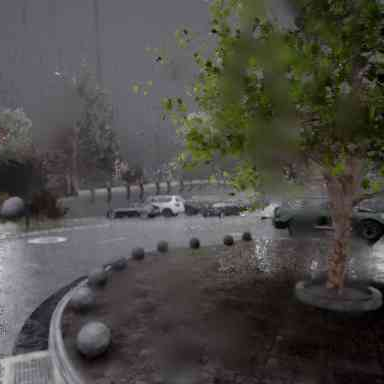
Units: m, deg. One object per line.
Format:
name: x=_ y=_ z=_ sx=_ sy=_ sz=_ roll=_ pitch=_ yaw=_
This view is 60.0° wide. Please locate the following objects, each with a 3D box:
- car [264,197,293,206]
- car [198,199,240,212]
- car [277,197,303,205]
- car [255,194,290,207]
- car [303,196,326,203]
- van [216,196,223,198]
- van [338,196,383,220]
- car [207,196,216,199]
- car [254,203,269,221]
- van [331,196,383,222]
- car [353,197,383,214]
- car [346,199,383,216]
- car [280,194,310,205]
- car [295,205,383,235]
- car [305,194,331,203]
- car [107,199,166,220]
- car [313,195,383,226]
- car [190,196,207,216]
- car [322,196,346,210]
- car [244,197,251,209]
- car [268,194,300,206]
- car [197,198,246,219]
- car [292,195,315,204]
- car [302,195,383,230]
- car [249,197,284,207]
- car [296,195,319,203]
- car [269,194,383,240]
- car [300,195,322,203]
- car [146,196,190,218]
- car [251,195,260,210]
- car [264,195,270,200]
car: x=15.444 y=1.713 z=59.296 sx=4.892 sy=1.521 sz=2.231 roll=-1 pitch=0 yaw=15
car: x=3.403 y=1.677 z=41.914 sx=4.892 sy=1.521 sz=2.231 roll=-1 pitch=-1 yaw=15
car: x=18.905 y=1.751 z=64.275 sx=4.792 sy=1.488 sz=2.163 roll=-1 pitch=-1 yaw=15
car: x=13.746 y=1.455 z=56.814 sx=5.566 sy=2.045 sz=2.435 roll=-1 pitch=-1 yaw=15
car: x=29.180 y=1.753 z=79.203 sx=4.892 sy=1.521 sz=2.231 roll=-1 pitch=-1 yaw=15
van: x=1.572 y=1.446 z=39.450 sx=4.442 sy=1.987 sz=1.878 roll=-1 pitch=0 yaw=15
van: x=15.538 y=1.347 z=29.460 sx=4.442 sy=1.987 sz=1.878 roll=1 pitch=0 yaw=15
car: x=-0.061 y=1.539 z=36.953 sx=4.553 sy=1.767 sz=2.185 roll=-1 pitch=-1 yaw=15
car: x=7.275 y=1.633 z=28.088 sx=1.812 sy=1.442 sz=4.674 roll=0 pitch=0 yaw=34
van: x=13.855 y=1.341 z=27.026 sx=4.442 sy=1.987 sz=1.878 roll=0 pitch=0 yaw=15
car: x=20.499 y=1.463 z=36.779 sx=4.553 sy=1.767 sz=2.185 roll=0 pitch=0 yaw=15
car: x=18.783 y=1.584 z=34.349 sx=4.892 sy=1.521 sz=2.231 roll=0 pitch=0 yaw=15
car: x=20.618 y=1.475 z=66.768 sx=5.566 sy=2.045 sz=2.435 roll=-1 pitch=-1 yaw=15
car: x=8.665 y=1.578 z=19.741 sx=4.792 sy=1.488 sz=2.163 roll=1 pitch=0 yaw=14
car: x=30.872 y=1.506 z=81.686 sx=5.566 sy=2.045 sz=2.435 roll=-1 pitch=0 yaw=15
car: x=-5.211 y=1.676 z=29.472 sx=4.792 sy=1.488 sz=2.163 roll=-1 pitch=0 yaw=15
car: x=12.031 y=1.309 z=24.619 sx=5.566 sy=2.045 sz=2.435 roll=1 pitch=0 yaw=15
car: x=-1.723 y=1.406 z=34.457 sx=5.566 sy=2.045 sz=2.435 roll=-1 pitch=-1 yaw=15
car: x=19.672 y=1.499 z=46.014 sx=2.097 sy=1.767 sz=4.553 roll=0 pitch=0 yaw=35
car: x=5.156 y=1.555 z=44.374 sx=4.553 sy=1.767 sz=2.185 roll=-1 pitch=0 yaw=15
car: x=17.123 y=1.466 z=61.808 sx=5.566 sy=2.045 sz=2.435 roll=-1 pitch=0 yaw=15
car: x=2.820 y=1.614 z=30.760 sx=1.882 sy=1.535 sz=5.008 roll=0 pitch=0 yaw=35
car: x=24.000 y=1.612 z=71.746 sx=4.553 sy=1.767 sz=2.185 roll=-1 pitch=-1 yaw=15
car: x=10.347 y=1.303 z=22.185 sx=5.566 sy=2.045 sz=2.435 roll=0 pitch=0 yaw=15
car: x=12.181 y=1.695 z=54.294 sx=5.366 sy=1.575 sz=1.946 roll=-1 pitch=-1 yaw=15
car: x=25.717 y=1.617 z=74.240 sx=4.553 sy=1.767 sz=2.185 roll=-1 pitch=-1 yaw=15
car: x=7.039 y=1.292 z=17.319 sx=5.566 sy=2.045 sz=2.435 roll=0 pitch=0 yaw=15
car: x=27.494 y=1.621 z=76.705 sx=4.553 sy=1.767 sz=2.185 roll=-1 pitch=0 yaw=15
car: x=-3.497 y=1.401 z=31.963 sx=5.566 sy=2.045 sz=2.435 roll=-1 pitch=0 yaw=15
car: x=6.871 y=1.560 z=46.871 sx=4.553 sy=1.767 sz=2.185 roll=-1 pitch=0 yaw=15
car: x=10.250 y=1.446 z=51.861 sx=5.566 sy=2.045 sz=2.435 roll=-1 pitch=0 yaw=15
